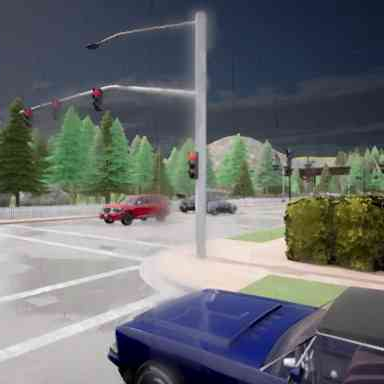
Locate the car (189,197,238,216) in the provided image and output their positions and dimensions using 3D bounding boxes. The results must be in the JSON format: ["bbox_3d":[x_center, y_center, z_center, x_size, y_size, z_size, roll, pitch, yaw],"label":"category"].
[{"bbox_3d":[2.448,1.544,32.387,2.033,1.411,5.357,0,0,38],"label":"car"}]

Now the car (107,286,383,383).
[{"bbox_3d":[1.432,1.601,2.943,4.718,1.301,1.895,0,0,36],"label":"car"}]

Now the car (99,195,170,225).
[{"bbox_3d":[-3.997,1.218,24.249,2.150,2.045,5.566,0,0,38],"label":"car"}]

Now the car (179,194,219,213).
[{"bbox_3d":[0.980,1.214,36.165,2.150,2.045,5.566,0,0,39],"label":"car"}]

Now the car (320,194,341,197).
[{"bbox_3d":[16.210,1.220,38.203,2.150,2.045,5.566,0,0,38],"label":"car"}]

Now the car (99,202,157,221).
[{"bbox_3d":[-5.348,1.597,28.182,1.895,1.301,4.718,0,0,38],"label":"car"}]
